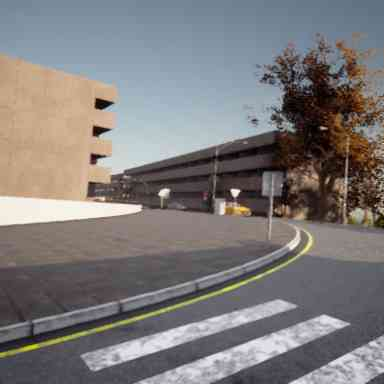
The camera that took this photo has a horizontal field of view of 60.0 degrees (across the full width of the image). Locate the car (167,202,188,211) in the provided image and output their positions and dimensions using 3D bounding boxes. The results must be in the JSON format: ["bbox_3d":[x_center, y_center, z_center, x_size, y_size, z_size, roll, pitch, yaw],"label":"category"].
[{"bbox_3d":[-2.281,2.390,51.977,2.128,1.511,4.902,5,-5,-26],"label":"car"}]

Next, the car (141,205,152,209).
[{"bbox_3d":[-9.379,3.419,66.299,1.837,1.490,4.892,5,-6,-26],"label":"car"}]

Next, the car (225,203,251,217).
[{"bbox_3d":[4.631,1.936,37.209,1.882,1.535,5.008,5,-2,-24],"label":"car"}]
